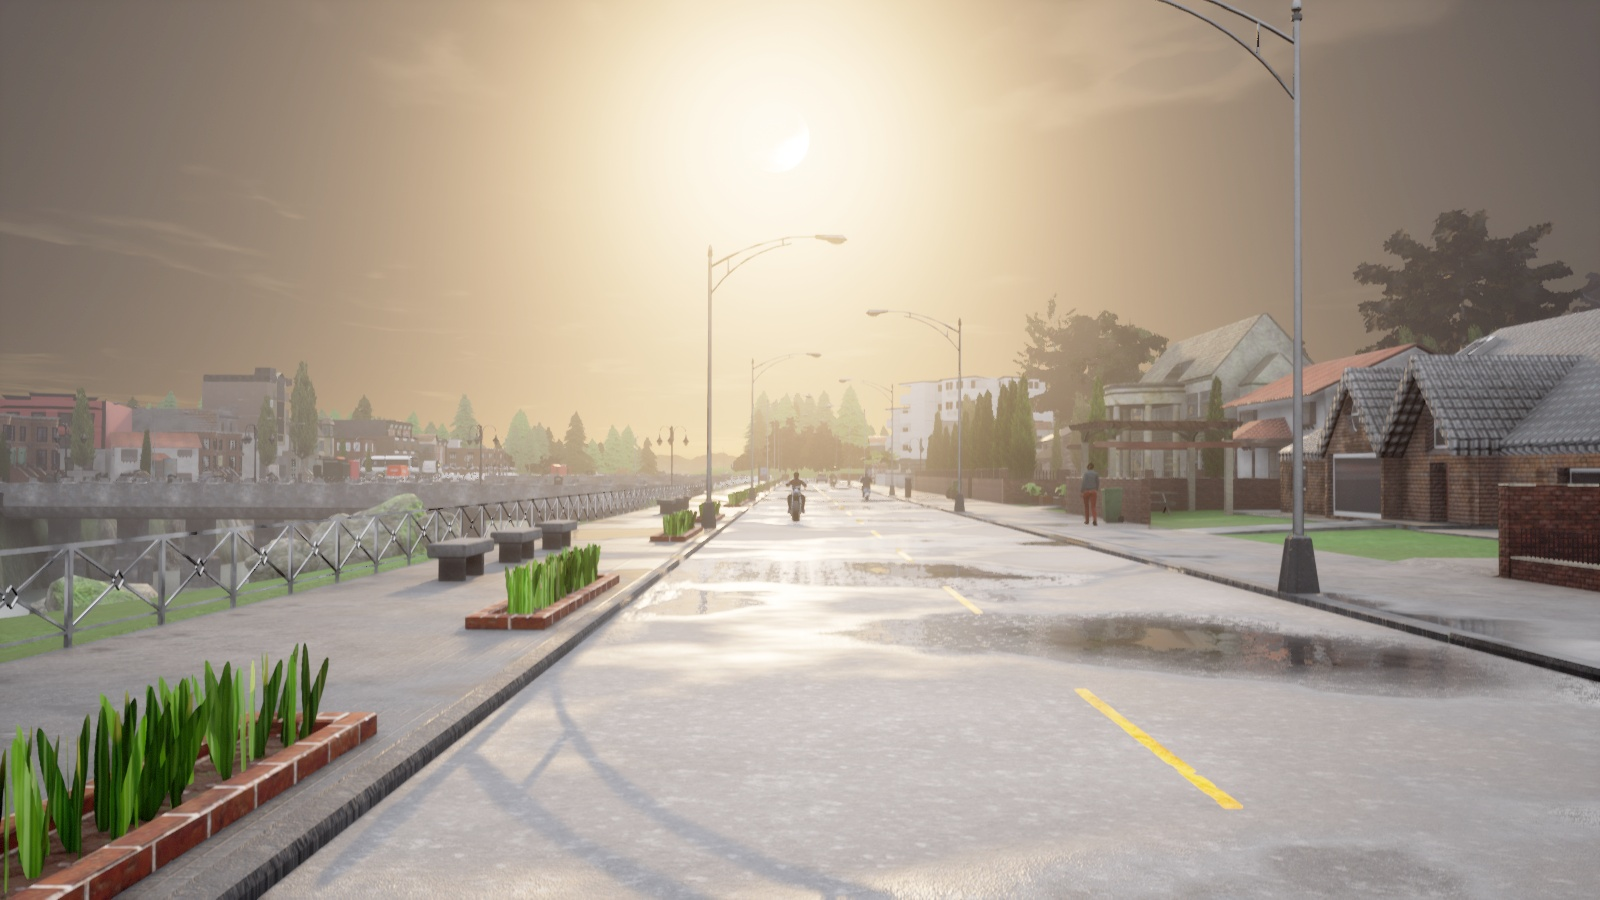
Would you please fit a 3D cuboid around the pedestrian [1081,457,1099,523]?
[{"bbox_3d":[8.246,1.132,35.694,0.353,1.847,0.614,0,-1,0],"label":"pedestrian"}]

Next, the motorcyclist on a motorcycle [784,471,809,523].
[{"bbox_3d":[-0.109,1.498,40.795,0.766,1.649,2.350,0,-1,0],"label":"motorcyclist on a motorcycle"}]
